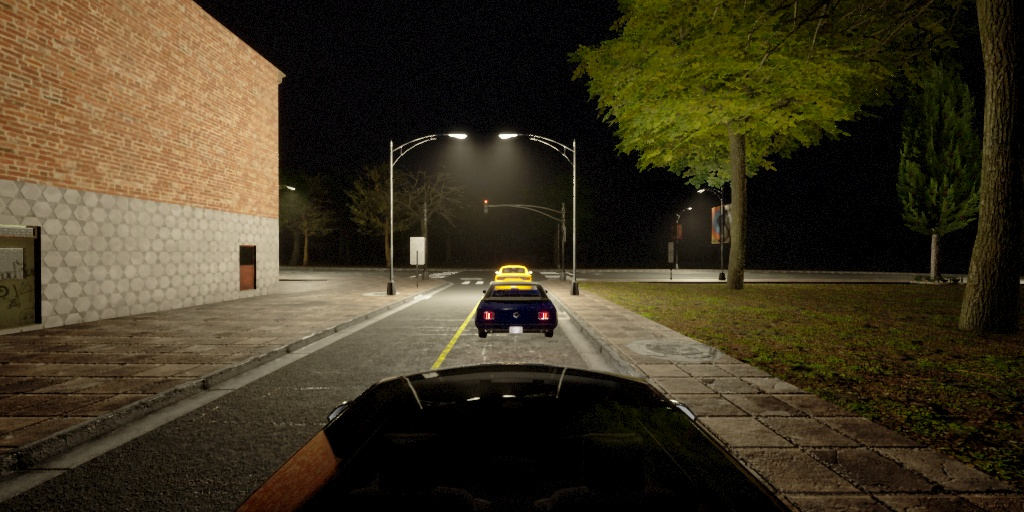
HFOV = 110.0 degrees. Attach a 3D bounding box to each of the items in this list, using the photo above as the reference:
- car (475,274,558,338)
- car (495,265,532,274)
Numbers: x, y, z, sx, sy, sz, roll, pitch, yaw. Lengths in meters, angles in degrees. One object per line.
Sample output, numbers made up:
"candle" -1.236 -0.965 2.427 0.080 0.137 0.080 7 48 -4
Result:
"car" 0.094 1.356 10.174 1.895 1.301 4.718 0 0 0
"car" 0.091 1.255 19.519 1.882 1.535 5.008 0 0 1
